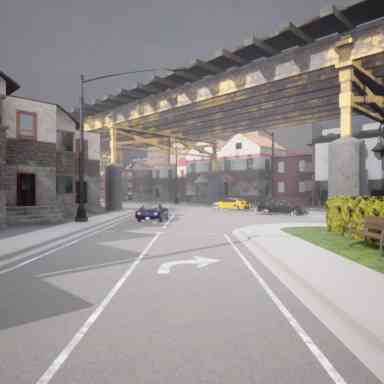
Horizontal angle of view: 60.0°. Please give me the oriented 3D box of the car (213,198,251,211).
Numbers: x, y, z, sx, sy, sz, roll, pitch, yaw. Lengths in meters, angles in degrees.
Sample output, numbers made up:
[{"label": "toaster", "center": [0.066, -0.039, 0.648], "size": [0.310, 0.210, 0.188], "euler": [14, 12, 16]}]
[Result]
[{"label": "car", "center": [4.850, 1.476, 40.881], "size": [1.882, 1.535, 5.008], "euler": [0, 0, -45]}]

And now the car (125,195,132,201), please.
[{"label": "car", "center": [-16.927, 1.451, 80.105], "size": [4.974, 1.542, 2.038], "euler": [0, 0, -15]}]

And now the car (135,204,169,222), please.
[{"label": "car", "center": [-3.019, 1.600, 26.124], "size": [1.895, 1.301, 4.718], "euler": [0, 0, 4]}]

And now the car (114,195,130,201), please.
[{"label": "car", "center": [-17.608, 1.450, 83.773], "size": [2.038, 1.542, 4.974], "euler": [0, 0, 15]}]

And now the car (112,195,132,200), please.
[{"label": "car", "center": [-16.876, 1.293, 80.118], "size": [4.536, 1.218, 1.853], "euler": [0, 0, -15]}]

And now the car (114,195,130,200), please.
[{"label": "car", "center": [-17.595, 1.293, 83.823], "size": [1.853, 1.218, 4.536], "euler": [0, 0, 15]}]

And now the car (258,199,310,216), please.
[{"label": "car", "center": [8.798, 1.505, 32.120], "size": [4.892, 1.490, 1.837], "euler": [0, -4, 37]}]
